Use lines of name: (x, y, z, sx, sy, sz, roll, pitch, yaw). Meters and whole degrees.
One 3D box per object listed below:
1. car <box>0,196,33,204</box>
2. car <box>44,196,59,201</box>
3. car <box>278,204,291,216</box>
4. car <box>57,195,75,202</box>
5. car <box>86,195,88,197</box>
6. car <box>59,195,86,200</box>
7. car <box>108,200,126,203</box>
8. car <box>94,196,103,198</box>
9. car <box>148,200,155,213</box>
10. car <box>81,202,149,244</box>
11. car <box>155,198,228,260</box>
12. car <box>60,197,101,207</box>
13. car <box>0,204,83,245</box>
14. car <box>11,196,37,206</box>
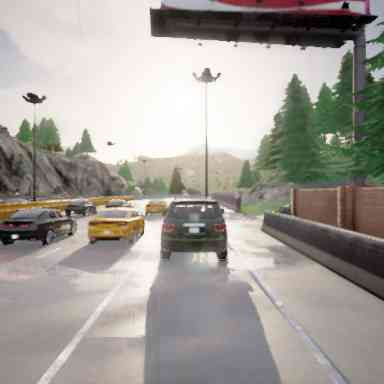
car: (-21.168, 1.522, 39.924, 1.812, 1.442, 4.674, 0, 0, 0)
car: (-24.776, 1.495, 59.445, 1.837, 1.490, 4.892, 0, 1, 0)
car: (9.025, 1.483, 25.083, 4.892, 1.490, 1.837, 0, -1, 2)
car: (-28.458, 1.520, 75.081, 2.033, 1.411, 5.357, 0, 0, 0)
car: (-24.950, 1.450, 75.830, 2.128, 1.511, 4.902, 0, 0, 0)
car: (-21.283, 1.488, 59.576, 2.128, 1.511, 4.902, 0, 0, 0)
car: (-6.966, 1.502, 31.558, 1.837, 1.490, 4.892, 0, 0, 0)
car: (-21.451, 1.527, 75.721, 1.895, 1.301, 4.718, 0, 0, 0)
car: (-3.468, 1.474, 33.098, 1.882, 1.535, 5.008, 0, 0, 0)
car: (-3.432, 1.476, 15.859, 1.882, 1.535, 5.008, 0, 0, 0)
car: (0.068, 1.221, 12.517, 2.150, 2.045, 5.566, 0, 0, 0)
car: (-10.466, 1.502, 31.581, 1.837, 1.490, 4.892, 0, 0, 0)
car: (-6.932, 1.502, 15.465, 1.837, 1.490, 4.892, 0, 0, 0)
car: (-28.241, 1.497, 56.091, 1.837, 1.490, 4.892, 0, 0, 0)
